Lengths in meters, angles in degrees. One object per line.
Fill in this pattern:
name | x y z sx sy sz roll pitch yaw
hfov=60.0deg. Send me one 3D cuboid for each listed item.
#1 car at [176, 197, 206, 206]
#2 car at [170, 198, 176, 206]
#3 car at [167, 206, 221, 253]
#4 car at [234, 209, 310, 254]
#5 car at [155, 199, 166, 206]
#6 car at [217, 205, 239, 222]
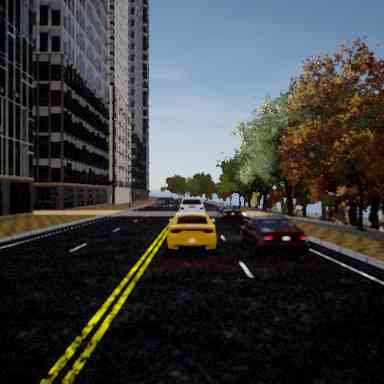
car | 0.005 1.479 29.023 2.150 2.045 5.566 0 0 0
car | -3.508 2.111 71.113 1.837 1.490 4.892 0 0 -1
car | 0.006 1.611 14.474 1.882 1.535 5.008 0 0 0
car | 3.253 1.676 13.982 2.033 1.411 5.357 0 0 0
car | -6.758 2.134 71.011 1.812 1.442 4.674 0 0 -1
car | 3.255 1.810 28.980 2.033 1.411 5.357 0 0 0
